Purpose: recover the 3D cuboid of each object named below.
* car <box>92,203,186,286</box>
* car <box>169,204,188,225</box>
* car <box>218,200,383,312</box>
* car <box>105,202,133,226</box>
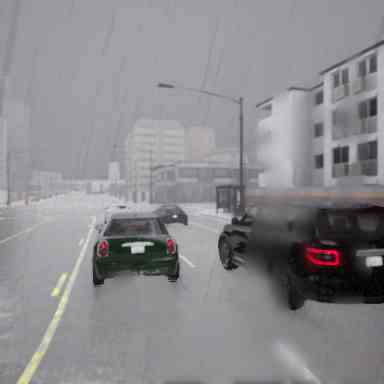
[{"bbox_3d":[-1.727,1.358,9.782,2.097,1.767,4.553,0,0,-13],"label":"car"},{"bbox_3d":[-1.638,1.567,23.751,1.994,1.385,4.181,0,0,-15],"label":"car"},{"bbox_3d":[2.361,1.210,8.007,2.150,2.045,5.566,0,0,-13],"label":"car"},{"bbox_3d":[-5.509,1.549,24.639,1.812,1.442,4.674,0,0,-15],"label":"car"}]
